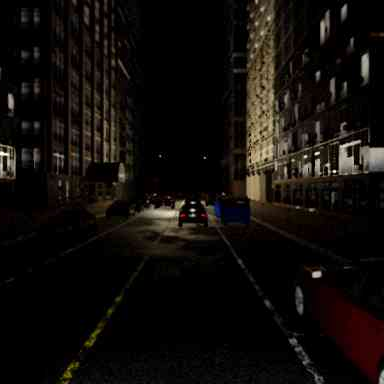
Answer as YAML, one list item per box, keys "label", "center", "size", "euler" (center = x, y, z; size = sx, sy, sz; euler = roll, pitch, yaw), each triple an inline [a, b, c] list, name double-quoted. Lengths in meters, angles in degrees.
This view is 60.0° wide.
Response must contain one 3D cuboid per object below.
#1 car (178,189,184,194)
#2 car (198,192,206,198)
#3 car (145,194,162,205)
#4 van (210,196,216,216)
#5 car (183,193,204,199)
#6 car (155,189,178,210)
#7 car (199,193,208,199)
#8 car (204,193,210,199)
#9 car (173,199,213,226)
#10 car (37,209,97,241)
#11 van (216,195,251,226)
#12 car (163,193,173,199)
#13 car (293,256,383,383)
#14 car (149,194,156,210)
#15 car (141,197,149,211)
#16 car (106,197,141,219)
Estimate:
- label: "car"
  center: [-3.030, 0.210, 79.439]
  size: [2.150, 2.045, 5.566]
  euler: [0, 0, 0]
- label: "car"
  center: [2.657, 0.826, 89.805]
  size: [2.008, 1.369, 4.403]
  euler: [0, 1, 0]
- label: "car"
  center: [-5.709, 1.054, 49.913]
  size: [1.967, 1.590, 4.097]
  euler: [0, 0, 0]
- label: "van"
  center: [2.679, 1.138, 27.121]
  size: [1.690, 1.788, 3.998]
  euler: [0, 0, 0]
- label: "car"
  center: [0.086, 1.176, 39.562]
  size: [1.882, 1.535, 5.008]
  euler: [0, 1, 0]
- label: "car"
  center: [-3.110, 0.922, 38.938]
  size: [2.150, 2.045, 5.566]
  euler: [0, 1, 0]
- label: "car"
  center: [2.661, 0.960, 78.404]
  size: [1.802, 1.307, 4.206]
  euler: [0, 1, 0]
- label: "car"
  center: [2.673, 1.226, 44.219]
  size: [1.947, 1.339, 4.313]
  euler: [0, 0, 0]
- label: "car"
  center: [0.087, 1.385, 21.754]
  size: [2.033, 1.411, 5.357]
  euler: [0, 0, 1]
- label: "car"
  center: [-5.697, 1.465, 15.724]
  size: [1.802, 1.307, 4.206]
  euler: [0, 0, 0]
- label: "van"
  center: [2.681, 1.181, 21.422]
  size: [1.690, 1.788, 3.998]
  euler: [0, 0, 0]
- label: "car"
  center: [-5.720, 0.929, 78.402]
  size: [2.008, 1.369, 4.403]
  euler: [0, 0, 0]
- label: "car"
  center: [2.688, 1.512, 4.329]
  size: [1.887, 1.381, 4.507]
  euler: [0, 0, 0]
- label: "car"
  center: [-5.705, 1.258, 38.516]
  size: [2.008, 1.369, 4.403]
  euler: [0, 0, 0]
- label: "car"
  center: [-5.703, 1.335, 32.820]
  size: [1.802, 1.307, 4.206]
  euler: [0, 0, 0]
- label: "car"
  center: [-5.702, 1.342, 27.121]
  size: [1.887, 1.381, 4.507]
  euler: [0, 0, 0]
